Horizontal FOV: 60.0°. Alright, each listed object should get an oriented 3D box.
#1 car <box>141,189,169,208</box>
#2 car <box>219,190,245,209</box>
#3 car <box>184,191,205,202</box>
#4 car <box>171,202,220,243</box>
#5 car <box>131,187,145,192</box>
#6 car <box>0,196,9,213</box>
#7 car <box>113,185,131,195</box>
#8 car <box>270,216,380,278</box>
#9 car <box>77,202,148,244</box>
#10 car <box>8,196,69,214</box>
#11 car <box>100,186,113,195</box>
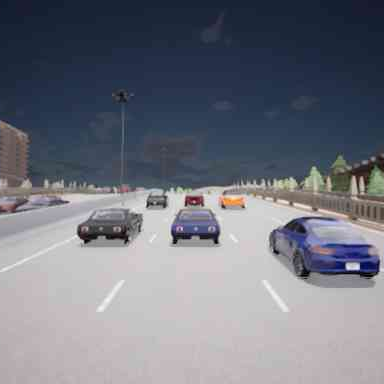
[{"bbox_3d":[-3.276,0.710,32.141,2.128,1.511,4.902,0,2,0],"label":"car"},{"bbox_3d":[3.722,0.580,31.870,2.097,1.767,4.553,0,2,0],"label":"car"},{"bbox_3d":[0.229,0.667,33.110,1.882,1.535,5.008,0,2,0],"label":"car"},{"bbox_3d":[0.150,1.357,14.642,1.895,1.301,4.718,0,2,0],"label":"car"},{"bbox_3d":[-10.237,-0.256,65.990,1.882,1.535,5.008,0,1,0],"label":"car"},{"bbox_3d":[-13.997,0.974,25.784,1.994,1.385,4.181,0,2,0],"label":"car"},{"bbox_3d":[-13.725,-0.511,67.579,2.150,2.045,5.566,0,1,0],"label":"car"},{"bbox_3d":[3.617,1.431,9.740,1.812,1.442,4.674,0,2,0],"label":"car"},{"bbox_3d":[-3.350,1.357,14.607,1.895,1.301,4.718,0,2,0],"label":"car"},{"bbox_3d":[-10.506,1.019,23.830,2.033,1.411,5.357,0,2,0],"label":"car"},{"bbox_3d":[-17.224,-0.383,67.656,2.097,1.767,4.553,0,1,0],"label":"car"}]
